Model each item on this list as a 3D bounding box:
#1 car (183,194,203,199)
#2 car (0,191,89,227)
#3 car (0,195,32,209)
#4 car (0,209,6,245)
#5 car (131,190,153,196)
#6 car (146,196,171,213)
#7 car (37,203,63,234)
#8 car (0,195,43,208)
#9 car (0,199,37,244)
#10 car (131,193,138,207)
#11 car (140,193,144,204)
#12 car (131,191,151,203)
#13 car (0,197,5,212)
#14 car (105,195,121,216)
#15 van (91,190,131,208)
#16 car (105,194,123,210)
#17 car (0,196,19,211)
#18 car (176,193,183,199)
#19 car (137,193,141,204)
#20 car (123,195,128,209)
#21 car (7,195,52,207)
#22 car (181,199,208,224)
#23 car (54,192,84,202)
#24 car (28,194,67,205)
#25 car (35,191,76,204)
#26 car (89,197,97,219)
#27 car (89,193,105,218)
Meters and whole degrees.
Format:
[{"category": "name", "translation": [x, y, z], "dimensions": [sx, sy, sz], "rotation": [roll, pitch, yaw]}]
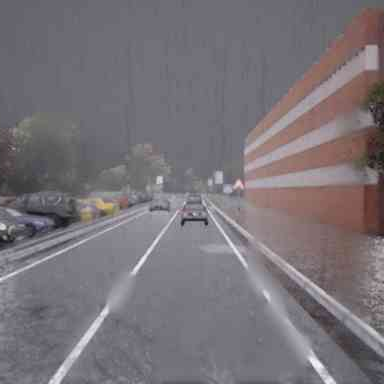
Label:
[{"category": "car", "translation": [0.306, 1.089, 41.545], "dimensions": [2.128, 1.511, 4.902], "rotation": [0, -6, 0]}, {"category": "car", "translation": [-9.315, 1.132, 19.398], "dimensions": [5.566, 2.045, 2.435], "rotation": [0, 1, 0]}, {"category": "car", "translation": [-21.818, 1.194, 39.124], "dimensions": [5.008, 1.535, 2.097], "rotation": [0, 1, 0]}, {"category": "car", "translation": [-9.296, 1.464, 10.924], "dimensions": [5.008, 1.535, 2.097], "rotation": [0, 1, 0]}, {"category": "car", "translation": [-9.197, 0.771, 56.131], "dimensions": [5.566, 2.045, 2.435], "rotation": [0, 1, 0]}, {"category": "car", "translation": [-3.199, 1.378, 34.319], "dimensions": [1.994, 1.385, 4.181], "rotation": [0, 0, 1]}, {"category": "car", "translation": [-9.295, 1.450, 16.575], "dimensions": [4.674, 1.452, 2.002], "rotation": [0, 1, 0]}, {"category": "car", "translation": [-21.813, 1.167, 41.948], "dimensions": [5.008, 1.535, 2.097], "rotation": [0, 1, 0]}, {"category": "car", "translation": [-9.328, 1.311, 13.748], "dimensions": [4.553, 1.767, 2.185], "rotation": [0, 1, 0]}, {"category": "car", "translation": [-9.224, 1.224, 39.180], "dimensions": [4.792, 1.488, 2.163], "rotation": [0, 1, 0]}, {"category": "car", "translation": [-9.242, 1.180, 44.831], "dimensions": [4.674, 1.452, 2.002], "rotation": [0, 1, 0]}, {"category": "car", "translation": [-9.229, 1.083, 50.481], "dimensions": [5.008, 1.535, 2.097], "rotation": [0, 1, 0]}, {"category": "car", "translation": [-21.836, 1.249, 33.352], "dimensions": [5.008, 1.535, 2.097], "rotation": [0, 1, 0]}, {"category": "car", "translation": [-9.087, 1.299, 27.877], "dimensions": [5.366, 1.575, 1.946], "rotation": [0, 1, 0]}, {"category": "van", "translation": [-9.375, 0.995, 36.352], "dimensions": [4.442, 1.987, 1.878], "rotation": [0, 1, 0]}, {"category": "car", "translation": [-9.454, 1.272, 30.703], "dimensions": [5.366, 1.575, 1.946], "rotation": [0, 1, 0]}, {"category": "car", "translation": [-21.856, 1.250, 36.301], "dimensions": [4.792, 1.488, 2.163], "rotation": [0, 1, 0]}, {"category": "car", "translation": [-2.617, 0.870, 75.502], "dimensions": [1.994, 1.385, 4.181], "rotation": [0, 1, 1]}, {"category": "car", "translation": [-9.252, 1.207, 42.006], "dimensions": [4.674, 1.452, 2.002], "rotation": [0, 1, 0]}, {"category": "car", "translation": [-9.261, 1.288, 33.529], "dimensions": [4.674, 1.452, 2.002], "rotation": [0, 1, 0]}, {"category": "car", "translation": [-21.809, 1.141, 44.772], "dimensions": [4.892, 1.521, 2.231], "rotation": [0, 1, 0]}, {"category": "car", "translation": [0.172, 1.434, 23.391], "dimensions": [2.033, 1.411, 5.357], "rotation": [0, 0, 0]}, {"category": "car", "translation": [-21.731, 0.858, 58.896], "dimensions": [4.553, 1.767, 2.185], "rotation": [0, 0, 0]}, {"category": "car", "translation": [-21.814, 1.084, 50.418], "dimensions": [4.892, 1.521, 2.231], "rotation": [0, 1, 0]}, {"category": "car", "translation": [-21.775, 0.803, 53.115], "dimensions": [5.566, 2.045, 2.435], "rotation": [0, 1, 0]}, {"category": "car", "translation": [-9.468, 1.353, 22.226], "dimensions": [5.366, 1.575, 1.946], "rotation": [0, 1, 0]}, {"category": "car", "translation": [-9.309, 1.203, 25.051], "dimensions": [4.553, 1.767, 2.185], "rotation": [0, 1, 0]}]
